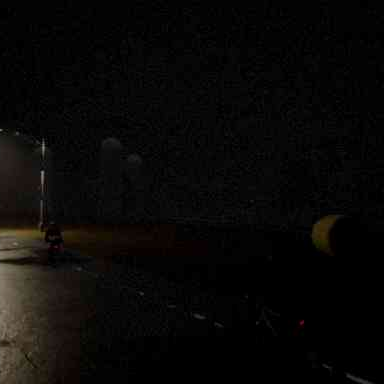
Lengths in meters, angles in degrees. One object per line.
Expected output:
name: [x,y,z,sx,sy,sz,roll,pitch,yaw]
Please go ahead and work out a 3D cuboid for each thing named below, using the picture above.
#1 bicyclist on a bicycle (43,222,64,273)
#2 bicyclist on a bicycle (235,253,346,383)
bicyclist on a bicycle: [-4.645,1.829,11.156,0.582,1.620,1.656,3,-3,-40]
bicyclist on a bicycle: [1.181,1.647,4.342,0.582,1.620,1.656,3,-3,-40]
